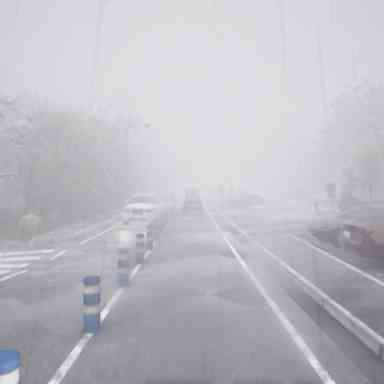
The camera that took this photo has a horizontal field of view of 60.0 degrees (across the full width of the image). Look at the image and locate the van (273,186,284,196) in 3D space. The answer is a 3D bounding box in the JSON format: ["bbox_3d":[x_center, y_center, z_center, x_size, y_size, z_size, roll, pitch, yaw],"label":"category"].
[{"bbox_3d":[19.937,-0.060,69.758,4.442,1.987,1.878,0,1,0],"label":"van"}]

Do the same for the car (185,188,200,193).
[{"bbox_3d":[0.062,0.393,51.386,2.150,2.045,5.566,0,2,0],"label":"car"}]

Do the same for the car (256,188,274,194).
[{"bbox_3d":[20.214,-0.310,92.059,4.674,1.452,2.002,0,1,0],"label":"car"}]

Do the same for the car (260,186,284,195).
[{"bbox_3d":[20.120,-0.408,83.618,5.566,2.045,2.435,0,1,0],"label":"car"}]

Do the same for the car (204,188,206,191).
[{"bbox_3d":[6.967,-0.412,94.915,5.366,1.575,1.946,0,1,0],"label":"car"}]

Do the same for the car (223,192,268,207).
[{"bbox_3d":[6.731,1.040,42.199,4.792,1.488,2.163,0,2,0],"label":"car"}]

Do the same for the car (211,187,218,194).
[{"bbox_3d":[6.720,0.390,61.743,5.366,1.575,1.946,0,2,0],"label":"car"}]

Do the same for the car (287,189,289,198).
[{"bbox_3d":[19.935,0.508,58.712,4.792,1.488,2.163,0,2,0],"label":"car"}]

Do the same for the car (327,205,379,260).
[{"bbox_3d":[6.807,1.268,9.596,4.792,1.488,2.163,0,1,0],"label":"car"}]

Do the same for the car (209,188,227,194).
[{"bbox_3d":[7.126,-0.344,92.139,4.892,1.521,2.231,0,1,0],"label":"car"}]

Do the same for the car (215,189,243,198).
[{"bbox_3d":[7.111,0.312,64.392,5.366,1.575,1.946,0,2,0],"label":"car"}]

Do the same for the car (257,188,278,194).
[{"bbox_3d":[20.184,-0.284,89.164,5.008,1.535,2.097,0,1,0],"label":"car"}]

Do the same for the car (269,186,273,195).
[{"bbox_3d":[20.071,0.099,72.547,5.008,1.535,2.097,0,1,0],"label":"car"}]

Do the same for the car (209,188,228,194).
[{"bbox_3d":[7.118,-0.280,89.363,4.892,1.521,2.231,0,1,0],"label":"car"}]

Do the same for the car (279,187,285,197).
[{"bbox_3d":[20.034,0.337,64.374,4.792,1.488,2.163,0,2,0],"label":"car"}]

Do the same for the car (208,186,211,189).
[{"bbox_3d":[7.041,-0.123,83.814,4.792,1.488,2.163,0,1,0],"label":"car"}]

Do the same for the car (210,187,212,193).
[{"bbox_3d":[7.017,0.132,72.711,4.792,1.488,2.163,0,1,0],"label":"car"}]

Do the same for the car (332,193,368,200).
[{"bbox_3d":[19.814,1.089,39.455,5.008,1.535,2.097,0,2,0],"label":"car"}]

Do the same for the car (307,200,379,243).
[{"bbox_3d":[6.772,1.200,12.379,4.792,1.488,2.163,0,1,0],"label":"car"}]

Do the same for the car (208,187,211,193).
[{"bbox_3d":[7.020,-0.060,81.038,4.792,1.488,2.163,0,1,0],"label":"car"}]

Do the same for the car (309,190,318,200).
[{"bbox_3d":[19.878,0.870,47.639,4.674,1.452,2.002,0,2,0],"label":"car"}]

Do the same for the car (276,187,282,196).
[{"bbox_3d":[20.054,0.264,67.012,4.792,1.488,2.163,0,1,0],"label":"car"}]

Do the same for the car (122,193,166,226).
[{"bbox_3d":[-3.370,1.134,23.485,2.150,2.045,5.566,0,1,1],"label":"car"}]

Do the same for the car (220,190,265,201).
[{"bbox_3d":[6.786,0.923,44.973,5.008,1.535,2.097,0,2,0],"label":"car"}]

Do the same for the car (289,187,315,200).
[{"bbox_3d":[19.971,0.315,55.935,5.566,2.045,2.435,0,2,0],"label":"car"}]

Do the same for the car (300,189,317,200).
[{"bbox_3d":[19.716,0.739,50.407,5.366,1.575,1.946,0,2,0],"label":"car"}]

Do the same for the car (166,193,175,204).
[{"bbox_3d":[-3.345,0.834,47.089,2.033,1.411,5.357,0,2,0],"label":"car"}]

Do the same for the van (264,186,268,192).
[{"bbox_3d":[19.990,-0.255,78.081,4.442,1.987,1.878,0,1,0],"label":"van"}]

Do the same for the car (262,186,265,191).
[{"bbox_3d":[20.100,-0.344,80.849,5.566,2.045,2.435,0,1,0],"label":"car"}]

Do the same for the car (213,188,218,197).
[{"bbox_3d":[6.678,0.568,56.073,5.366,1.575,1.946,0,2,0],"label":"car"}]

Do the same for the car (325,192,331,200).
[{"bbox_3d":[19.871,0.876,42.220,4.553,1.767,2.185,0,2,0],"label":"car"}]

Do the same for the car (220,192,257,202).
[{"bbox_3d":[7.007,0.744,50.521,5.366,1.575,1.946,0,2,0],"label":"car"}]

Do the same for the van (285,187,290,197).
[{"bbox_3d":[20.101,0.163,61.595,4.442,1.987,1.878,0,2,0],"label":"van"}]

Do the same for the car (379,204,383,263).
[{"bbox_3d":[6.786,1.180,6.807,4.553,1.767,2.185,0,1,0],"label":"car"}]

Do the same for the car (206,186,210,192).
[{"bbox_3d":[6.905,-0.220,86.590,5.366,1.575,1.946,0,1,0],"label":"car"}]

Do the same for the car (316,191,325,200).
[{"bbox_3d":[19.831,0.947,44.870,4.792,1.488,2.163,0,2,0],"label":"car"}]

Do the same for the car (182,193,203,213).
[{"bbox_3d":[0.068,1.178,32.276,2.128,1.511,4.902,0,2,0],"label":"car"}]

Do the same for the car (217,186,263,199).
[{"bbox_3d":[6.829,0.584,47.739,5.566,2.045,2.435,0,2,0],"label":"car"}]
